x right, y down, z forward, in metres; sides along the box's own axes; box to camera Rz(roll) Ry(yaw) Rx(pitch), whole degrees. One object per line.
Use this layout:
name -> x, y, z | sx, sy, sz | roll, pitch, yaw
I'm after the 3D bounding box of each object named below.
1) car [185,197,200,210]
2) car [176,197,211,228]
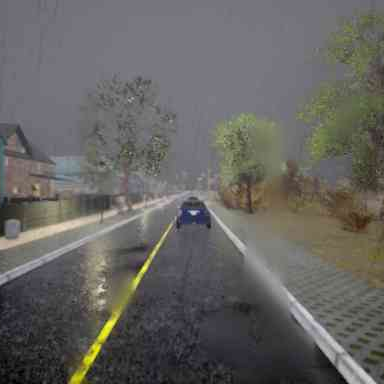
car -> 0.101, 1.373, 42.359 | 1.837, 1.490, 4.892 | 0, 0, 0
car -> 0.098, 1.284, 21.640 | 2.097, 1.767, 4.553 | 0, 0, 0
